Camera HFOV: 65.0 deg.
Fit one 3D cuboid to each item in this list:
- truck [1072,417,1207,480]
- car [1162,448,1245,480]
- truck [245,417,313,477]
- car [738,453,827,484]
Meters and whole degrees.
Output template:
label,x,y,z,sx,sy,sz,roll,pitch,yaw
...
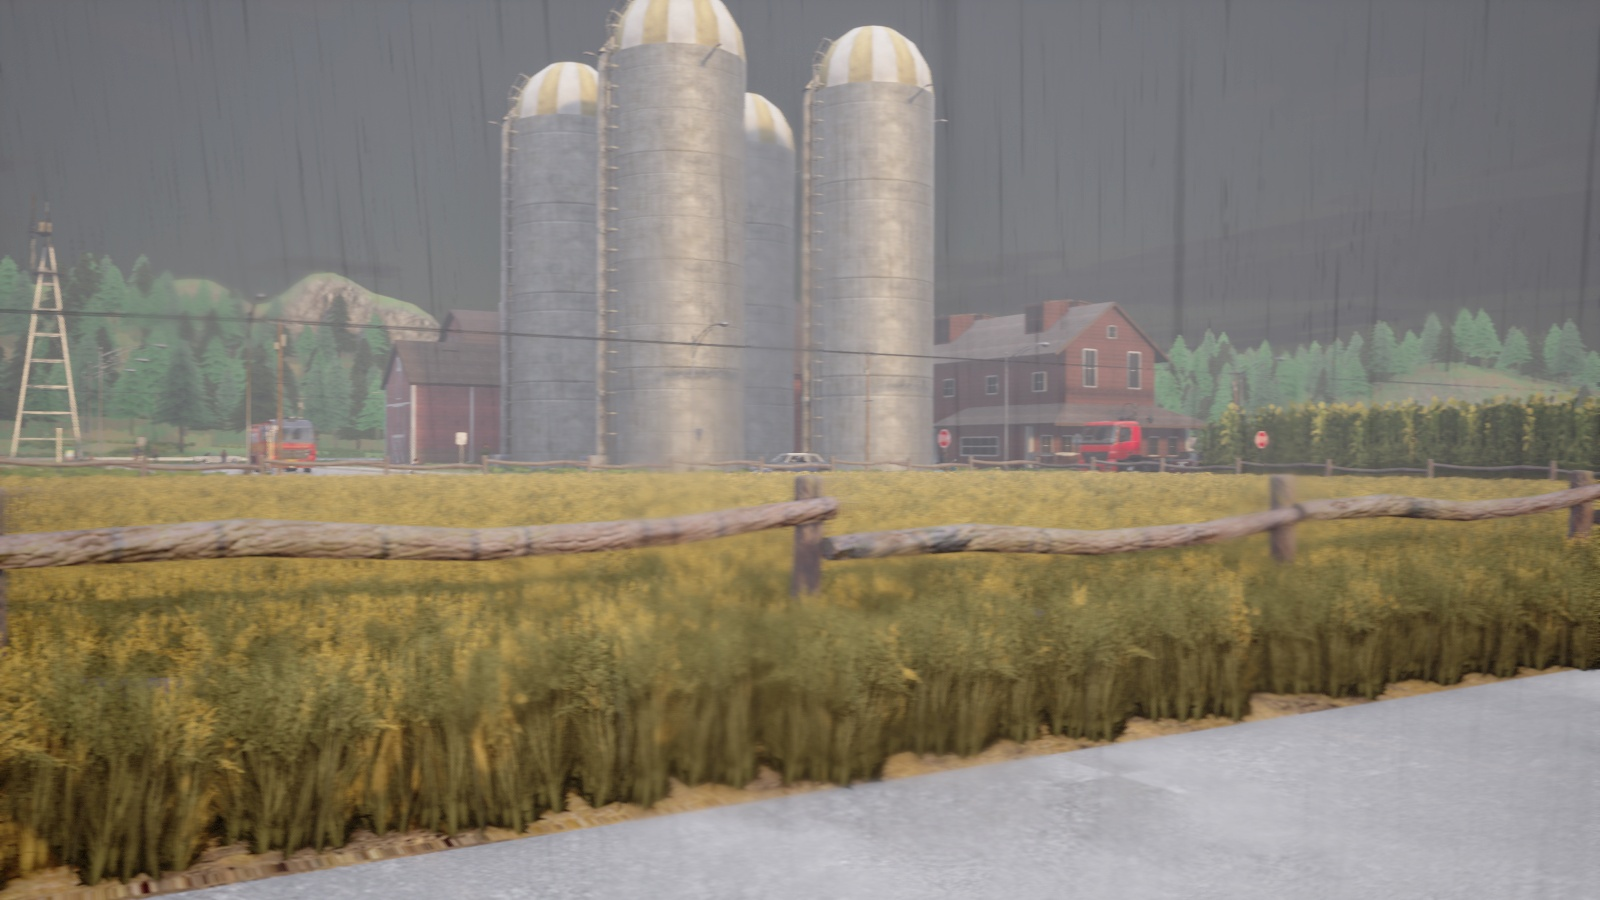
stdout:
label,x,y,z,sx,sy,sz,roll,pitch,yaw
truck,19.707,-0.067,72.731,7.936,3.462,2.891,0,0,-31
car,22.660,0.766,70.455,4.553,1.767,2.097,0,0,-35
truck,-35.535,-0.190,85.474,2.891,3.827,8.468,0,0,-32
car,-0.825,0.861,60.309,3.806,1.475,1.970,0,0,-31
